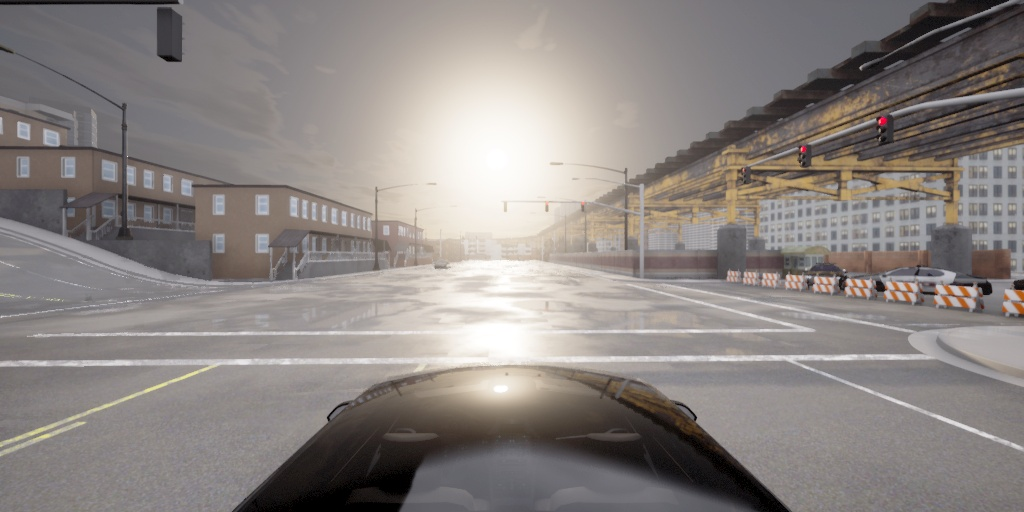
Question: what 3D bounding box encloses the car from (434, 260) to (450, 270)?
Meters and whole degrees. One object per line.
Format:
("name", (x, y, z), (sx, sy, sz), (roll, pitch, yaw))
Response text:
("car", (-10.484, 1.315, 53.931), (1.837, 1.490, 4.892), (0, 1, 0))
